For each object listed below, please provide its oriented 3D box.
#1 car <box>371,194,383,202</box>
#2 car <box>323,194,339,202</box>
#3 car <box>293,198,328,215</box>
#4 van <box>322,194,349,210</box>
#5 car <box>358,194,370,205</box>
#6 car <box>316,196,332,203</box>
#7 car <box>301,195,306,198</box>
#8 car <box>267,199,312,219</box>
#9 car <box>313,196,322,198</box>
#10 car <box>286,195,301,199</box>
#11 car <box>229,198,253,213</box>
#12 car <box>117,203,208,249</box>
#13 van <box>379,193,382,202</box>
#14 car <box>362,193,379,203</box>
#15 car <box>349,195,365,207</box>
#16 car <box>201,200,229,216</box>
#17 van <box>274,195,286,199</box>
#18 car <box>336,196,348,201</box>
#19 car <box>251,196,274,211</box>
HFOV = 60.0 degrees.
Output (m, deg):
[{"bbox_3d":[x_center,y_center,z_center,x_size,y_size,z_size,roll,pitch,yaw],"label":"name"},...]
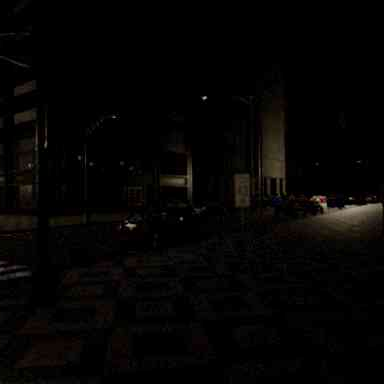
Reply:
[{"bbox_3d":[41.351,1.350,74.250,1.967,1.590,4.097,-1,0,36],"label":"car"},{"bbox_3d":[31.146,1.356,74.684,2.192,1.841,5.009,-1,0,36],"label":"car"},{"bbox_3d":[11.789,1.569,33.329,1.947,1.339,4.313,-1,0,36],"label":"car"},{"bbox_3d":[18.356,1.320,42.424,1.690,1.788,3.998,-1,0,36],"label":"van"},{"bbox_3d":[28.213,1.513,56.063,1.947,1.339,4.313,-1,0,36],"label":"car"},{"bbox_3d":[27.864,1.601,70.136,2.008,1.369,4.403,-1,0,36],"label":"car"},{"bbox_3d":[18.006,1.394,56.496,2.192,1.841,5.009,-1,0,36],"label":"car"},{"bbox_3d":[8.505,1.567,28.783,2.008,1.369,4.403,-1,0,36],"label":"car"},{"bbox_3d":[24.578,1.499,65.590,1.967,1.590,4.097,-1,0,36],"label":"car"},{"bbox_3d":[14.722,1.405,51.949,2.192,1.841,5.009,-1,0,36],"label":"car"},{"bbox_3d":[4.869,1.676,38.307,2.008,1.369,4.403,-1,0,36],"label":"car"},{"bbox_3d":[-1.350,1.498,15.144,1.967,1.590,4.097,-1,0,36],"label":"car"},{"bbox_3d":[38.065,1.260,69.704,1.690,1.788,3.998,-1,0,36],"label":"van"},{"bbox_3d":[34.782,1.473,65.156,1.887,1.381,4.507,-1,0,36],"label":"car"},{"bbox_3d":[24.928,1.523,51.516,1.947,1.339,4.313,-1,0,36],"label":"car"},{"bbox_3d":[1.583,1.579,33.761,1.967,1.590,4.097,-1,0,36],"label":"car"},{"bbox_3d":[11.436,1.442,47.401,1.690,1.788,3.998,-1,0,36],"label":"van"},{"bbox_3d":[37.719,1.590,83.777,1.947,1.339,4.313,-1,0,36],"label":"car"},{"bbox_3d":[8.152,1.428,42.855,2.192,1.841,5.009,-1,0,36],"label":"car"}]
